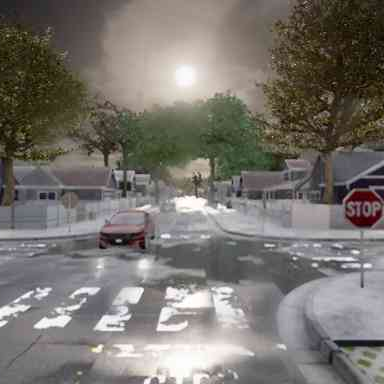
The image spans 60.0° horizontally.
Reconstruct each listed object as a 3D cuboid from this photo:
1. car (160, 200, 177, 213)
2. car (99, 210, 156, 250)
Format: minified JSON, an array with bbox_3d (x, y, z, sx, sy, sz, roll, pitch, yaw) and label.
[{"bbox_3d":[-2.778,1.742,39.933,2.128,1.511,4.902,0,0,0],"label":"car"},{"bbox_3d":[-2.759,1.575,15.035,1.882,1.535,5.008,0,0,0],"label":"car"}]
